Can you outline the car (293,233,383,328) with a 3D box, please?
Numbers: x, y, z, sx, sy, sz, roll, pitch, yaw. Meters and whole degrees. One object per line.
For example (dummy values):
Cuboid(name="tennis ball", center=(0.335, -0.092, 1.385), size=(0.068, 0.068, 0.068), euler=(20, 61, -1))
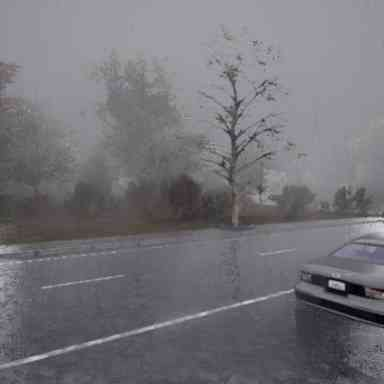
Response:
Cuboid(name="car", center=(4.403, 1.575, 6.881), size=(5.357, 1.411, 2.033), euler=(0, 0, -35))
